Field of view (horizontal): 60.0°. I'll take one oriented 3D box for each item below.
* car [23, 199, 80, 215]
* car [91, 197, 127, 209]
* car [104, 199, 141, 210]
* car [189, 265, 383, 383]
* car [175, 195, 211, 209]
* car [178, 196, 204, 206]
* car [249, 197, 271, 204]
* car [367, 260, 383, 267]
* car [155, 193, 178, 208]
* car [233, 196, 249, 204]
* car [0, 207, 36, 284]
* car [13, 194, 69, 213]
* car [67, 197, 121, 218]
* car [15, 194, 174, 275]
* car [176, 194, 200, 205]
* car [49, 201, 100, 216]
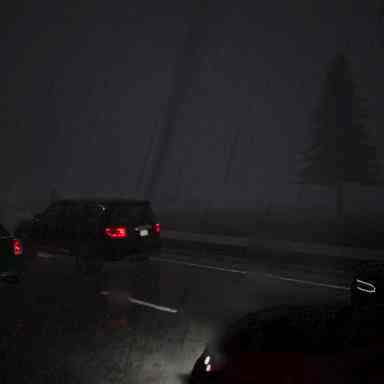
[{"bbox_3d":[-14.933,1.547,35.679,2.033,1.411,5.357,0,0,36],"label":"car"},{"bbox_3d":[-11.465,1.503,46.352,1.837,1.490,4.892,0,1,36],"label":"car"},{"bbox_3d":[-9.017,1.601,43.773,1.895,1.301,4.718,0,0,36],"label":"car"},{"bbox_3d":[2.015,1.564,2.551,4.181,1.385,1.994,0,0,35],"label":"car"},{"bbox_3d":[0.491,1.547,44.921,2.033,1.411,5.357,0,0,36],"label":"car"},{"bbox_3d":[-0.092,1.477,55.965,1.882,1.535,5.008,0,0,36],"label":"car"},{"bbox_3d":[13.004,1.602,61.874,1.895,1.301,4.718,0,0,36],"label":"car"},{"bbox_3d":[5.006,1.478,4.717,5.008,1.535,1.882,0,0,35],"label":"car"},{"bbox_3d":[-3.879,1.218,44.873,2.150,2.045,5.566,0,1,36],"label":"car"},{"bbox_3d":[9.731,1.548,63.341,2.033,1.411,5.357,0,0,37],"label":"car"},{"bbox_3d":[-6.249,1.352,8.414,4.553,1.767,2.097,0,0,36],"label":"car"},{"bbox_3d":[-17.317,1.222,38.349,2.150,2.045,5.566,0,0,36],"label":"car"},{"bbox_3d":[-9.235,1.352,31.604,2.097,1.767,4.553,0,0,36],"label":"car"},{"bbox_3d":[-3.505,1.221,10.755,5.566,2.045,2.150,0,0,36],"label":"car"},{"bbox_3d":[-0.730,1.351,60.999,2.097,1.767,4.553,0,0,36],"label":"car"},{"bbox_3d":[-11.879,1.601,33.925,1.895,1.301,4.718,0,0,36],"label":"car"}]
